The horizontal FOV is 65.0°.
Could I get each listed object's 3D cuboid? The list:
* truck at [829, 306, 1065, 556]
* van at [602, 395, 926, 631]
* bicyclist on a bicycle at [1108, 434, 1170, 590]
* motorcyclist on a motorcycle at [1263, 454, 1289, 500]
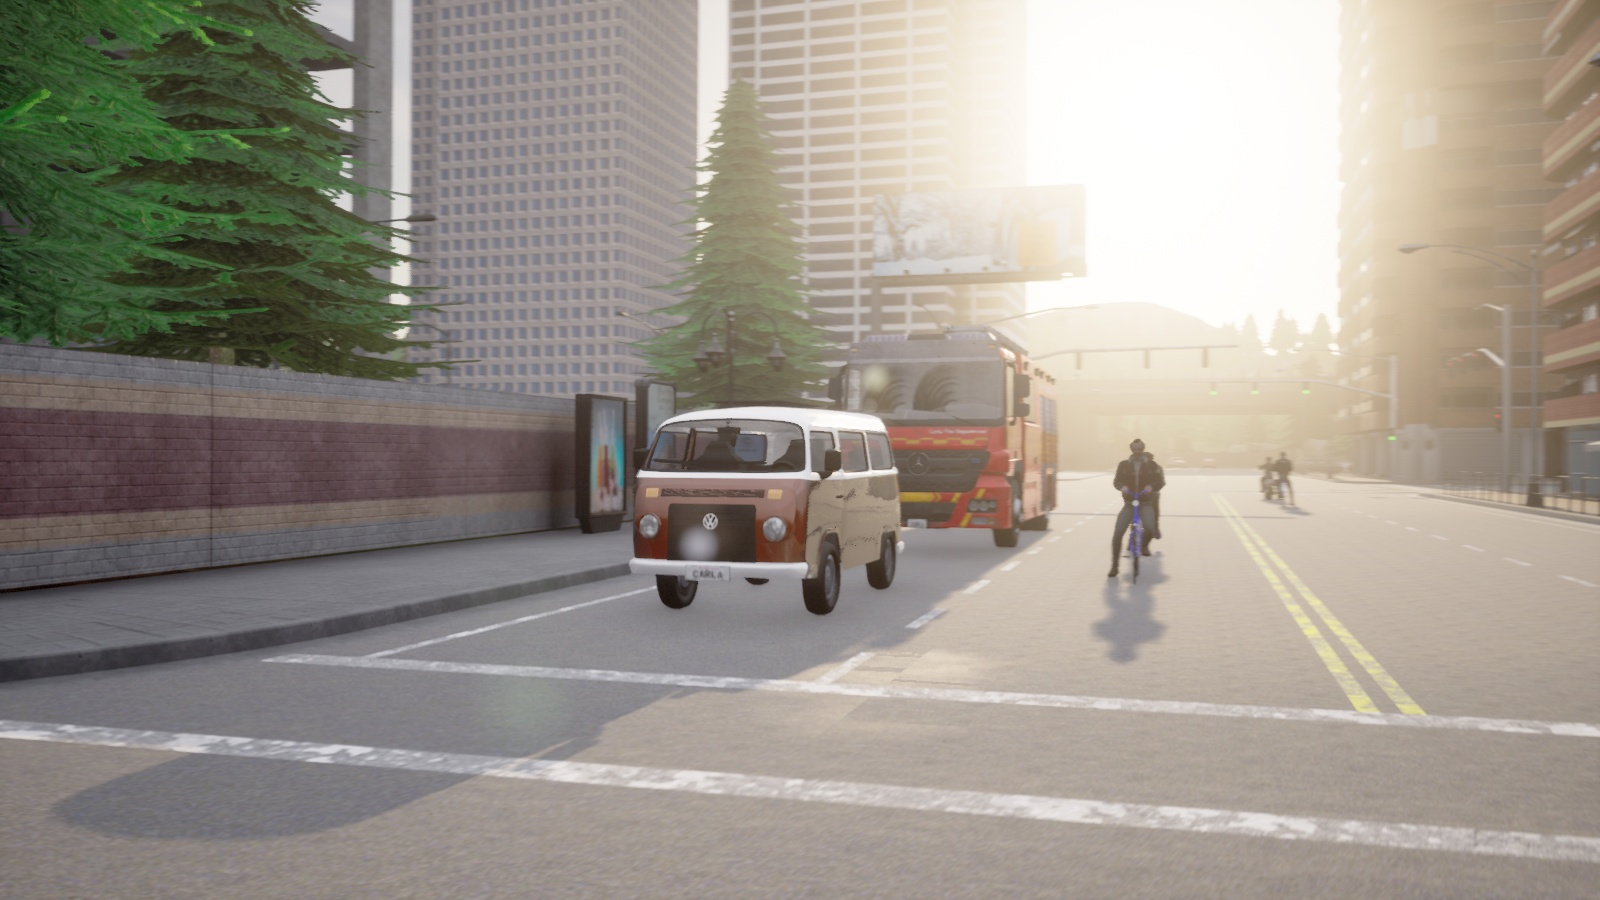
[{"bbox_3d":[3.109,-0.271,23.689,2.891,3.827,8.468,0,0,17],"label":"truck"},{"bbox_3d":[-0.146,0.560,13.298,2.069,2.038,4.480,0,0,17],"label":"van"},{"bbox_3d":[4.157,0.716,15.325,0.659,1.776,1.843,0,-1,17],"label":"bicyclist on a bicycle"},{"bbox_3d":[17.544,0.965,46.324,0.766,1.649,2.350,0,-1,17],"label":"motorcyclist on a motorcycle"}]
